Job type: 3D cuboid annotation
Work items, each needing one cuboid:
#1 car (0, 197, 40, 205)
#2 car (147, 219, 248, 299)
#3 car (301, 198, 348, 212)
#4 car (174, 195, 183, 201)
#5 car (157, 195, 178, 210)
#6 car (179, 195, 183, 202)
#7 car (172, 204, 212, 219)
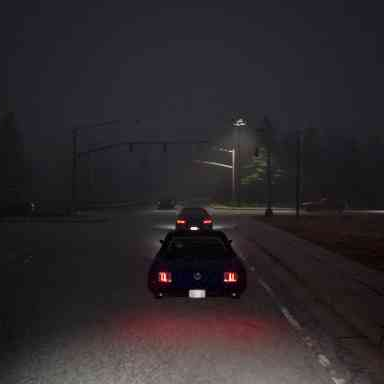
[{"bbox_3d":[-18.332,1.363,35.076,4.553,1.767,2.097,0,0,1],"label":"car"},{"bbox_3d":[0.101,1.596,8.384,1.895,1.301,4.718,0,0,0],"label":"car"},{"bbox_3d":[15.162,1.473,38.165,5.008,1.535,1.882,0,0,1],"label":"car"},{"bbox_3d":[-3.261,1.492,80.033,1.994,1.385,4.181,0,0,1],"label":"car"},{"bbox_3d":[-3.315,1.331,42.434,2.097,1.767,4.553,0,0,-6],"label":"car"},{"bbox_3d":[-3.472,1.480,68.777,1.812,1.442,4.674,0,0,0],"label":"car"},{"bbox_3d":[0.104,1.511,17.439,1.812,1.442,4.674,0,0,0],"label":"car"}]
